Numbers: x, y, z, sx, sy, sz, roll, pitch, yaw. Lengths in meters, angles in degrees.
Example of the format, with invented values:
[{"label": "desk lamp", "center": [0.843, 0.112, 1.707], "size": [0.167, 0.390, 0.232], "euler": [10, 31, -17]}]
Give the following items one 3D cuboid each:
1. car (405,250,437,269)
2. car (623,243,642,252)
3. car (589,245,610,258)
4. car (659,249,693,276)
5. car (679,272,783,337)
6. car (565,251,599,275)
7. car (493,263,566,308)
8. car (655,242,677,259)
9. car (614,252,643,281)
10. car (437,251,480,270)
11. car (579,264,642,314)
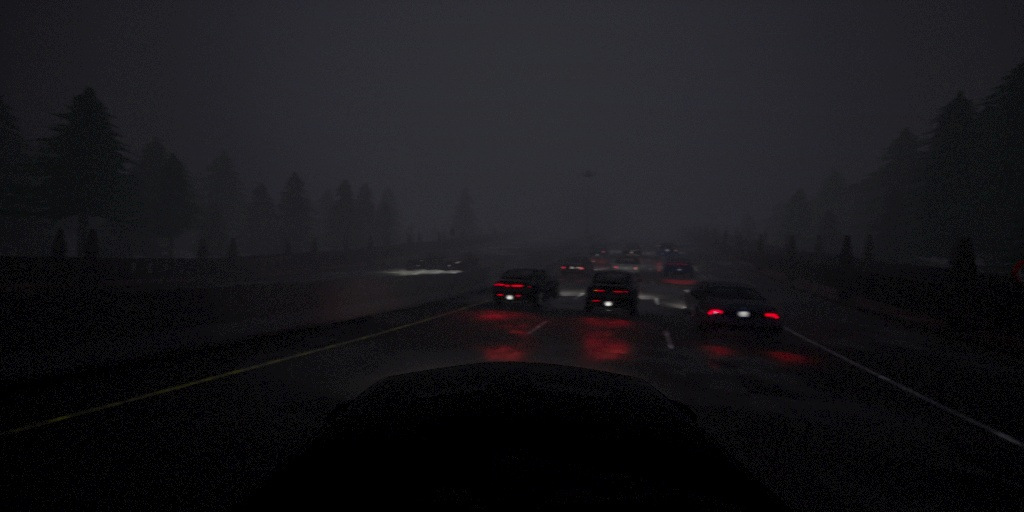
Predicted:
[{"label": "car", "center": [-7.816, 0.245, 33.153], "size": [1.882, 1.535, 5.008], "euler": [1, 5, 20]}, {"label": "car", "center": [13.608, -0.772, 40.501], "size": [1.882, 1.535, 5.008], "euler": [1, 7, 21]}, {"label": "car", "center": [10.014, -0.635, 40.905], "size": [1.895, 1.301, 4.718], "euler": [1, 6, 20]}, {"label": "car", "center": [12.393, 0.607, 26.973], "size": [1.882, 1.535, 5.008], "euler": [1, 5, 20]}, {"label": "car", "center": [6.675, 1.474, 11.332], "size": [2.033, 1.411, 5.357], "euler": [1, 1, 21]}, {"label": "car", "center": [5.077, 0.690, 27.409], "size": [2.033, 1.411, 5.357], "euler": [1, 5, 21]}, {"label": "car", "center": [0.771, 1.246, 15.536], "size": [1.837, 1.490, 4.892], "euler": [1, 1, 21]}, {"label": "car", "center": [16.692, -0.764, 38.758], "size": [2.097, 1.767, 4.553], "euler": [1, 6, 20]}, {"label": "car", "center": [8.897, 0.704, 27.625], "size": [1.895, 1.301, 4.718], "euler": [1, 5, 21]}, {"label": "car", "center": [-4.451, 0.351, 32.168], "size": [1.812, 1.442, 4.674], "euler": [1, 5, 20]}, {"label": "car", "center": [4.148, 1.320, 14.569], "size": [1.837, 1.490, 4.892], "euler": [1, 2, 20]}]
